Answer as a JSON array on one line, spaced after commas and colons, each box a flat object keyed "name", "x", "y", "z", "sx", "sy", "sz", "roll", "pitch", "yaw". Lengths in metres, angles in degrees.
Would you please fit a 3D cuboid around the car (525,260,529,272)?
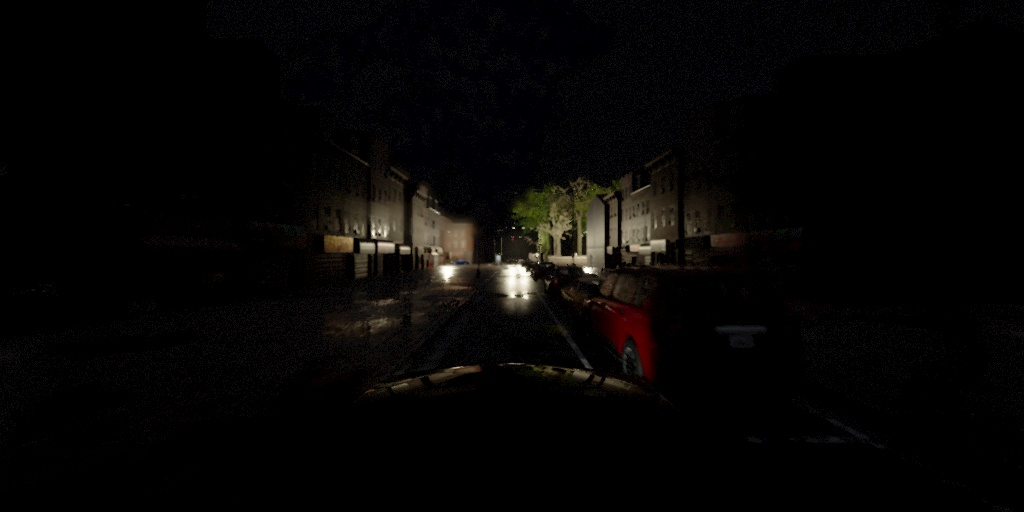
[{"name": "car", "x": 2.645, "y": 1.332, "z": 34.594, "sx": 2.007, "sy": 1.370, "sz": 4.403, "roll": 0, "pitch": 0, "yaw": 0}]

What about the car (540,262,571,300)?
[{"name": "car", "x": 2.640, "y": 1.196, "z": 17.729, "sx": 1.967, "sy": 1.591, "sz": 4.097, "roll": 0, "pitch": 0, "yaw": 0}]

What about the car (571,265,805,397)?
[{"name": "car", "x": 2.637, "y": 1.065, "z": 6.484, "sx": 2.192, "sy": 1.841, "sz": 5.009, "roll": 0, "pitch": 0, "yaw": 0}]

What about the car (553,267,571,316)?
[{"name": "car", "x": 2.639, "y": 1.278, "z": 12.276, "sx": 1.751, "sy": 1.417, "sz": 4.829, "roll": 0, "pitch": 0, "yaw": 0}]

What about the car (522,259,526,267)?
[{"name": "car", "x": 2.648, "y": 1.360, "z": 45.838, "sx": 2.007, "sy": 1.370, "sz": 4.403, "roll": 0, "pitch": 0, "yaw": 0}]

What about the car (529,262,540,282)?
[{"name": "car", "x": 2.643, "y": 1.210, "z": 28.973, "sx": 1.967, "sy": 1.591, "sz": 4.097, "roll": 0, "pitch": 0, "yaw": 0}]
